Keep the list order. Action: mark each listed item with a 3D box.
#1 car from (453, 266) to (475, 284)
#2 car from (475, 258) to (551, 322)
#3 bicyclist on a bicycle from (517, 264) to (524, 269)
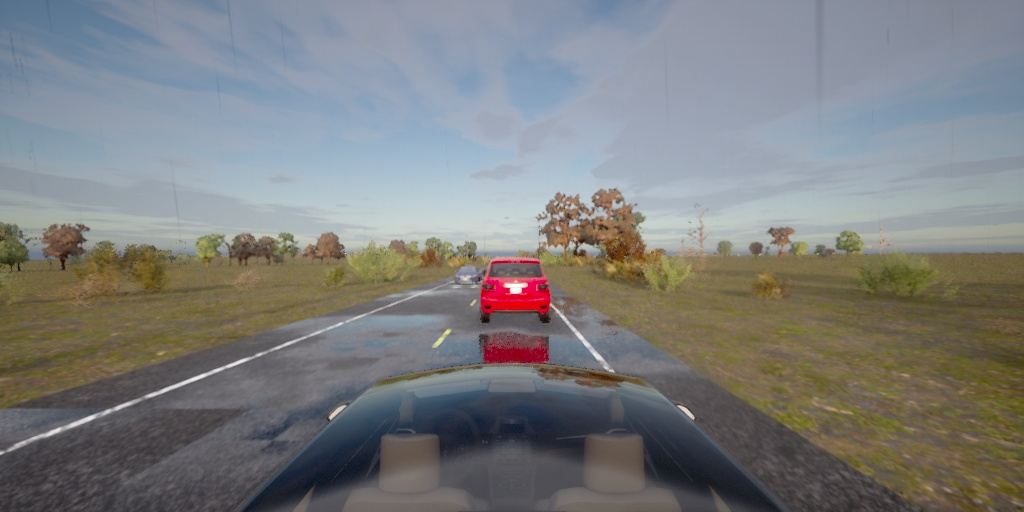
[{"bbox_3d":[-3.592,1.534,29.810,1.812,1.442,4.674,0,-1,0],"label":"car"},{"bbox_3d":[0.093,1.075,12.858,2.150,2.045,5.566,0,0,0],"label":"car"},{"bbox_3d":[0.960,1.463,38.830,0.659,1.776,1.843,0,0,0],"label":"bicyclist on a bicycle"}]
